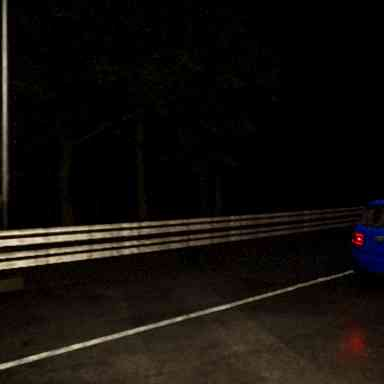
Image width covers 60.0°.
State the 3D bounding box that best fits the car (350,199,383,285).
[{"bbox_3d":[6.121,1.159,8.117,5.566,2.045,2.150,-1,0,-36],"label":"car"}]
